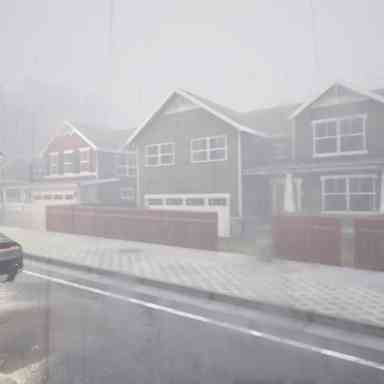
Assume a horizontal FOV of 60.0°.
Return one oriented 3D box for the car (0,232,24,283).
[{"bbox_3d":[-6.187,1.490,8.409,4.902,1.511,2.128,0,0,35],"label":"car"}]
